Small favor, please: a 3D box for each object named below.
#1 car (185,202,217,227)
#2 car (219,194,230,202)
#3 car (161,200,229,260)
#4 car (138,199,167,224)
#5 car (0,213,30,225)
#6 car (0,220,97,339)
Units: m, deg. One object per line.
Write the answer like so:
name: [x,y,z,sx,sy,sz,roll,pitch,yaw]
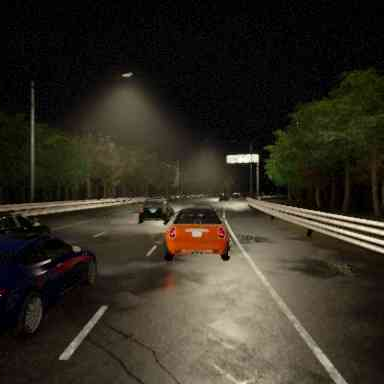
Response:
car: [0.764,1.549,24.097,2.033,1.411,5.357,0,0,4]
car: [7.662,1.307,77.488,2.097,1.767,4.553,0,0,11]
car: [0.228,1.352,12.633,2.097,1.767,4.553,0,0,2]
car: [-2.562,1.345,24.941,2.097,1.767,4.553,0,0,4]
car: [-6.690,1.491,11.604,1.837,1.490,4.892,0,0,2]
car: [-3.311,1.518,6.428,1.812,1.442,4.674,0,0,1]
